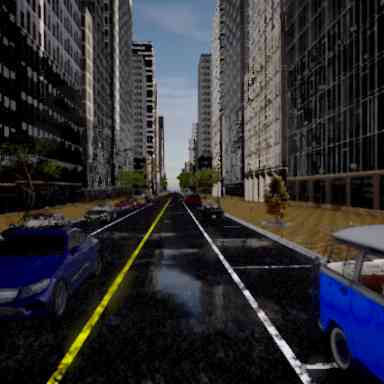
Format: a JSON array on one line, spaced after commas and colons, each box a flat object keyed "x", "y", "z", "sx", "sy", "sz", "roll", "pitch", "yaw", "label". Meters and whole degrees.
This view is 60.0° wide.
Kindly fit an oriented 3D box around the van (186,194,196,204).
[{"x": -0.233, "y": 1.203, "z": 59.784, "sx": 1.690, "sy": 1.788, "sz": 3.998, "roll": -1, "pitch": 0, "yaw": -3, "label": "van"}]

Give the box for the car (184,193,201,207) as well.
[{"x": 0.330, "y": 1.200, "z": 48.431, "sx": 2.192, "sy": 1.841, "sz": 5.009, "roll": -1, "pitch": 0, "yaw": -3, "label": "car"}]

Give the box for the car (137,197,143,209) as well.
[{"x": -7.755, "y": 1.397, "z": 42.338, "sx": 1.967, "sy": 1.590, "sz": 4.097, "roll": -1, "pitch": 0, "yaw": -3, "label": "car"}]

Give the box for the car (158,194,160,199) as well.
[{"x": -10.011, "y": 1.301, "z": 87.752, "sx": 1.967, "sy": 1.590, "sz": 4.097, "roll": -1, "pitch": 0, "yaw": -3, "label": "car"}]

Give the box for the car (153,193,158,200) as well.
[{"x": -9.445, "y": 1.436, "z": 76.399, "sx": 2.008, "sy": 1.369, "sz": 4.403, "roll": -1, "pitch": 0, "yaw": -3, "label": "car"}]

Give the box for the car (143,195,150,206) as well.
[{"x": -8.309, "y": 1.459, "z": 53.523, "sx": 1.752, "sy": 1.417, "sz": 4.829, "roll": -1, "pitch": 0, "yaw": -3, "label": "car"}]

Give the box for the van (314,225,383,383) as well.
[{"x": 2.587, "y": 1.316, "z": 3.018, "sx": 1.690, "sy": 1.788, "sz": 3.998, "roll": -1, "pitch": 0, "yaw": -3, "label": "van"}]

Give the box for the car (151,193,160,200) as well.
[{"x": -10.295, "y": 1.163, "z": 93.428, "sx": 2.192, "sy": 1.841, "sz": 5.009, "roll": -1, "pitch": 0, "yaw": -3, "label": "car"}]

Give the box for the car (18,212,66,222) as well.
[{"x": -6.344, "y": 1.564, "z": 13.956, "sx": 2.008, "sy": 1.369, "sz": 4.403, "roll": -1, "pitch": 0, "yaw": -3, "label": "car"}]

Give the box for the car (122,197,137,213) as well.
[{"x": -7.471, "y": 1.550, "z": 36.662, "sx": 1.802, "sy": 1.307, "sz": 4.206, "roll": -1, "pitch": 0, "yaw": -3, "label": "car"}]

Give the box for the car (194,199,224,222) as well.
[{"x": 1.462, "y": 1.481, "z": 25.724, "sx": 2.008, "sy": 1.369, "sz": 4.403, "roll": -1, "pitch": 0, "yaw": -3, "label": "car"}]

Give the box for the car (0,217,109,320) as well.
[{"x": -3.319, "y": 1.532, "z": 7.444, "sx": 1.812, "sy": 1.442, "sz": 4.674, "roll": 0, "pitch": 0, "yaw": -3, "label": "car"}]

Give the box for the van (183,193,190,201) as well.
[{"x": -1.361, "y": 1.154, "z": 82.490, "sx": 1.690, "sy": 1.788, "sz": 3.998, "roll": -1, "pitch": 0, "yaw": -3, "label": "van"}]

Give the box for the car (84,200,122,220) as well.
[{"x": -6.908, "y": 1.541, "z": 25.309, "sx": 2.008, "sy": 1.369, "sz": 4.403, "roll": -1, "pitch": 0, "yaw": -3, "label": "car"}]

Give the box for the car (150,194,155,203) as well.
[{"x": -8.882, "y": 1.476, "z": 65.046, "sx": 1.947, "sy": 1.339, "sz": 4.313, "roll": -1, "pitch": 0, "yaw": -3, "label": "car"}]
